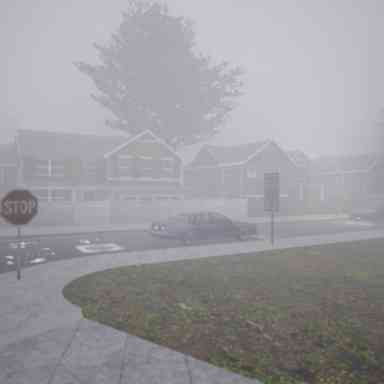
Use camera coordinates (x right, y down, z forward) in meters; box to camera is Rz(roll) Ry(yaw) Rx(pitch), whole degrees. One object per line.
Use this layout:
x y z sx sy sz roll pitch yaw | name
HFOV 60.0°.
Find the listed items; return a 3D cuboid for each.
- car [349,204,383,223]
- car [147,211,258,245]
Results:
15.567 1.723 27.844 5.357 1.411 2.033 0 0 -30 | car
0.607 1.626 15.848 5.357 1.411 2.033 0 0 -30 | car
